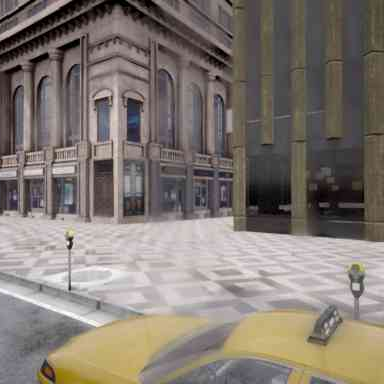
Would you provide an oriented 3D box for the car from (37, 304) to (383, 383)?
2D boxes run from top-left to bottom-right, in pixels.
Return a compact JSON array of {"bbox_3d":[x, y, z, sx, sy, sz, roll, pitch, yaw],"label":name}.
[{"bbox_3d":[0.718,1.525,2.462,4.829,1.417,1.752,0,0,36],"label":"car"}]
